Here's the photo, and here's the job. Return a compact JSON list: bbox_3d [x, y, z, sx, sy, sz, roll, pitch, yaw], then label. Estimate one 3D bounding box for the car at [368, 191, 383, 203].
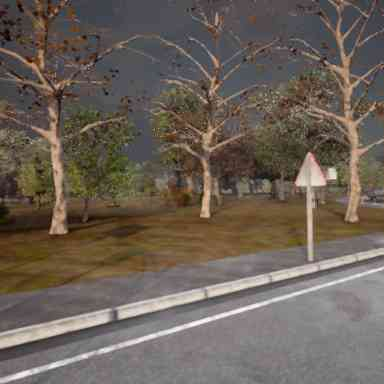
[{"bbox_3d":[24.151,0.608,42.951,1.837,1.490,4.892,-2,1,15],"label":"car"}]
